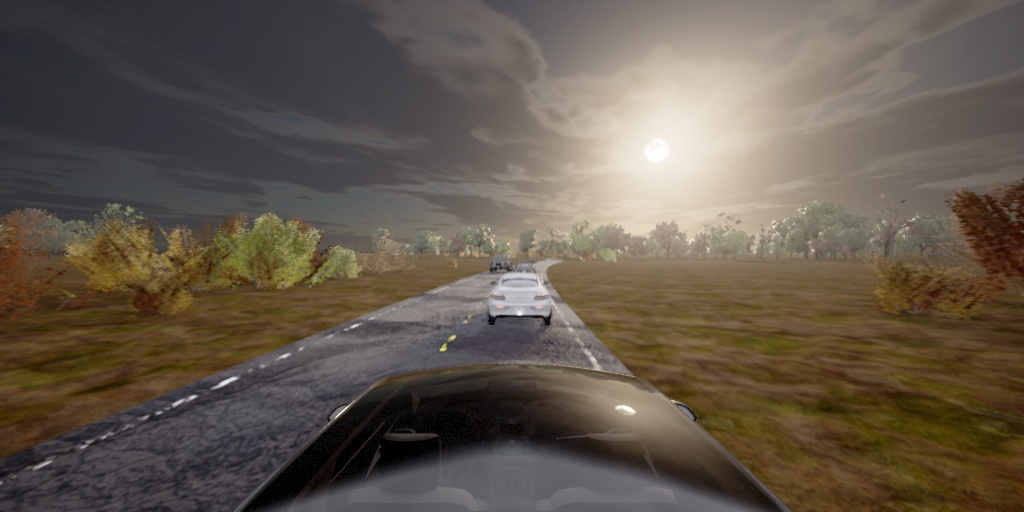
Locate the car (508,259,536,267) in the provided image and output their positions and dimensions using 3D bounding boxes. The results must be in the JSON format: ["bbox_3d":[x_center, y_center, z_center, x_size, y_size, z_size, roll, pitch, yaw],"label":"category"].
[{"bbox_3d":[1.076,1.203,29.634,2.033,1.411,5.357,0,0,4],"label":"car"}]

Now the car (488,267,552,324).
[{"bbox_3d":[0.251,1.242,11.706,1.812,1.442,4.674,0,0,1],"label":"car"}]

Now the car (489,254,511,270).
[{"bbox_3d":[-1.196,0.835,41.086,2.150,2.045,5.566,0,0,6],"label":"car"}]
